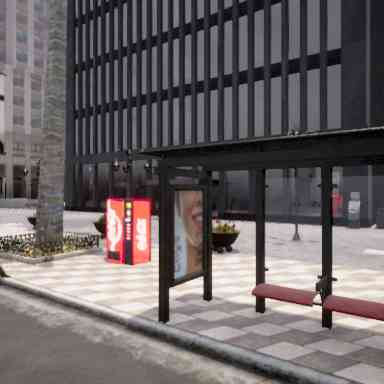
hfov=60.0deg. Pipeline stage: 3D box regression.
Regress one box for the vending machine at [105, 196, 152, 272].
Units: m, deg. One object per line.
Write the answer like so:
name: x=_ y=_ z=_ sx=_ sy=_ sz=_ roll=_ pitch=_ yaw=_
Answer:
vending machine: x=-1.909 y=1.193 z=10.028 sx=0.880 sy=2.100 sz=1.100 roll=0 pitch=0 yaw=36
